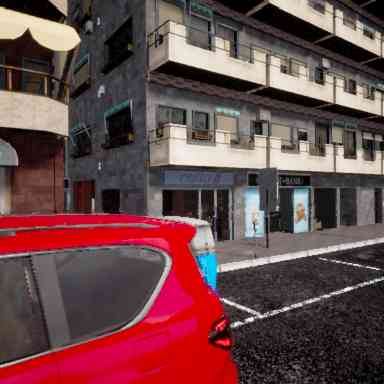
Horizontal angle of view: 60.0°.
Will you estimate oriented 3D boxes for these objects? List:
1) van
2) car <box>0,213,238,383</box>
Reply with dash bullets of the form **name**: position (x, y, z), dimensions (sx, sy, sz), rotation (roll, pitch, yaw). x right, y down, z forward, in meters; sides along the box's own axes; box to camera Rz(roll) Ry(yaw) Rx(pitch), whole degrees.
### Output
- **van**: position (-1.440, 1.341, 5.545), dimensions (3.998, 1.788, 1.690), rotation (0, 0, -36)
- **car**: position (-2.242, 1.221, 1.785), dimensions (5.566, 2.045, 2.150), rotation (0, 0, -36)
